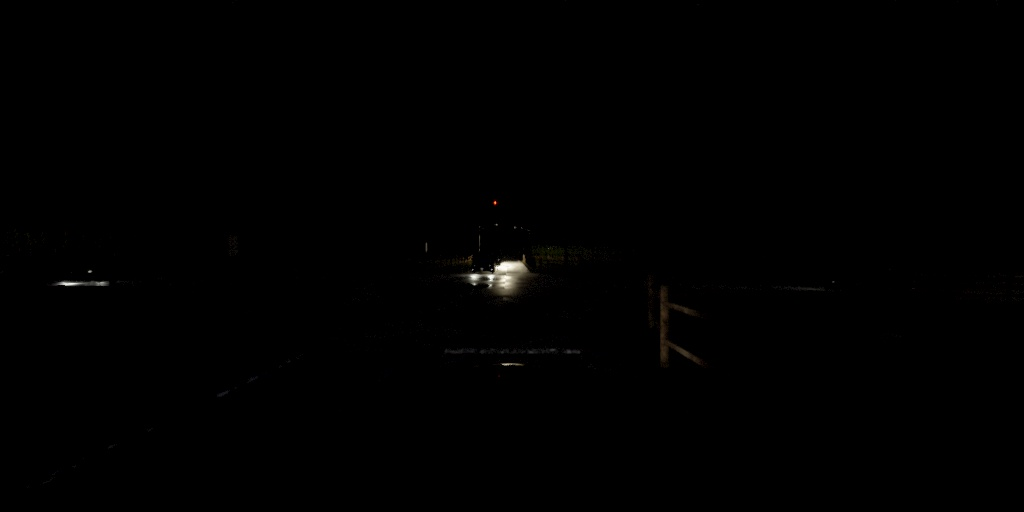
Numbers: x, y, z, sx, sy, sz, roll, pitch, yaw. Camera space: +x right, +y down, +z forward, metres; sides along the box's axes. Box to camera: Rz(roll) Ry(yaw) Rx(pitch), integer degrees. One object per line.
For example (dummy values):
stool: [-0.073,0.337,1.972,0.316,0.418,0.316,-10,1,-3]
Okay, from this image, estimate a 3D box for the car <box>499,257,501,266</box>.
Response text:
car: [-2.696,0.589,52.732,2.097,1.767,4.553,0,0,0]

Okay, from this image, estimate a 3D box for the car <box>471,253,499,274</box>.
car: [-2.763,0.736,35.818,2.150,2.045,5.566,0,2,0]

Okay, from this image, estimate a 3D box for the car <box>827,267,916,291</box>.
car: [24.102,1.508,24.146,4.902,1.511,2.128,1,0,0]

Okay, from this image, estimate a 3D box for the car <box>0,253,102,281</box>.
car: [-26.523,0.593,20.466,4.892,1.490,1.837,1,0,0]
